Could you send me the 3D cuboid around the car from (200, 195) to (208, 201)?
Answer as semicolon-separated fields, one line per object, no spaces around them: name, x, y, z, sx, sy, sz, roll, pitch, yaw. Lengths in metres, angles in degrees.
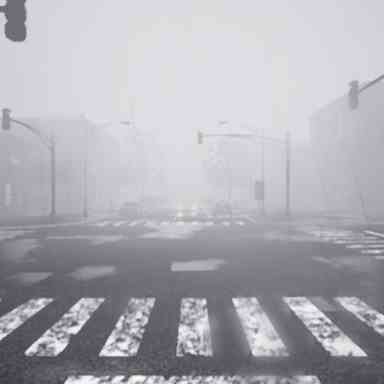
car;2.901;1.453;80.515;1.887;1.381;4.507;-1;0;0

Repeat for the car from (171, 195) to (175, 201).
car;-5.480;1.474;80.537;1.947;1.339;4.313;0;0;0

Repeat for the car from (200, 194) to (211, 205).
car;2.842;1.485;58.330;2.008;1.369;4.403;-1;0;0

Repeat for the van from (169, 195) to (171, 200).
van;-5.526;1.269;63.898;1.690;1.788;3.998;0;0;0

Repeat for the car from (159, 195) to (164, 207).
car;-5.569;1.492;47.260;1.887;1.381;4.507;0;0;0

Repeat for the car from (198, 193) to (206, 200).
car;2.886;1.481;74.968;1.947;1.339;4.313;-1;0;0

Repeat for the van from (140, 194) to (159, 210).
van;-5.585;1.295;41.713;1.690;1.788;3.998;0;0;0

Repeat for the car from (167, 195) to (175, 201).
car;-5.465;1.446;86.084;1.887;1.381;4.507;0;0;0

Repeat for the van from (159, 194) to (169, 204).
van;-5.541;1.275;58.352;1.690;1.788;3.998;0;0;0

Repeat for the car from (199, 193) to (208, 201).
car;2.913;1.216;86.061;2.192;1.841;5.009;-1;0;0

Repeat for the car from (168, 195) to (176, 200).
car;-5.450;1.477;91.630;1.802;1.307;4.206;0;0;0

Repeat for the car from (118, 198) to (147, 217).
car;-5.612;1.548;30.621;1.802;1.307;4.206;0;0;0

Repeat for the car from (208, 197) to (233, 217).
car;2.768;1.491;30.768;1.752;1.417;4.829;-1;0;0
